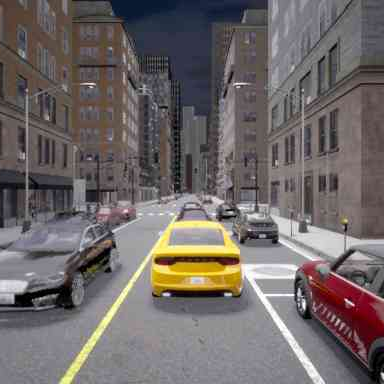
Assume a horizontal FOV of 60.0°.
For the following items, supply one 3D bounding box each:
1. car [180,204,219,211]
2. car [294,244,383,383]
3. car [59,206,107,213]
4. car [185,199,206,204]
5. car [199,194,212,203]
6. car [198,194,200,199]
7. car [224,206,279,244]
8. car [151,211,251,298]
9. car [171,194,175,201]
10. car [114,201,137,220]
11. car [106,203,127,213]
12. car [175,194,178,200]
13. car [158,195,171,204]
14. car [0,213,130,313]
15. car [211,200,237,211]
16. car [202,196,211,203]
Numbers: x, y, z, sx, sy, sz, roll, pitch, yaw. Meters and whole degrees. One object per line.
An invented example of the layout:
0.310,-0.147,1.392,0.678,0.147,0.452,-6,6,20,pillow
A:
0.115,1.565,17.585,1.994,1.385,4.181,0,0,0,car
2.858,1.440,4.662,1.967,1.590,4.097,0,0,0,car
-5.662,1.567,15.668,1.947,1.339,4.313,0,0,0,car
0.012,1.529,26.396,1.812,1.442,4.674,0,0,2,car
2.919,1.484,63.757,1.967,1.590,4.097,0,0,0,car
2.945,1.616,74.575,2.008,1.369,4.403,0,0,0,car
2.863,1.552,15.664,2.008,1.369,4.403,0,0,0,car
0.098,1.478,8.591,1.882,1.535,5.008,0,0,0,car
-5.580,1.616,74.591,2.008,1.369,4.403,0,0,0,car
-5.657,1.443,26.671,1.967,1.590,4.097,0,0,0,car
-5.660,1.584,21.170,1.802,1.307,4.206,0,0,0,car
-5.544,1.637,90.647,1.752,1.417,4.829,0,0,0,car
-5.605,1.626,63.774,1.802,1.307,4.206,0,0,0,car
-3.093,1.492,7.912,2.128,1.511,4.902,0,0,0,car
2.868,1.569,26.667,1.947,1.339,4.313,0,0,0,car
2.932,1.579,69.336,1.752,1.417,4.829,0,0,0,car
